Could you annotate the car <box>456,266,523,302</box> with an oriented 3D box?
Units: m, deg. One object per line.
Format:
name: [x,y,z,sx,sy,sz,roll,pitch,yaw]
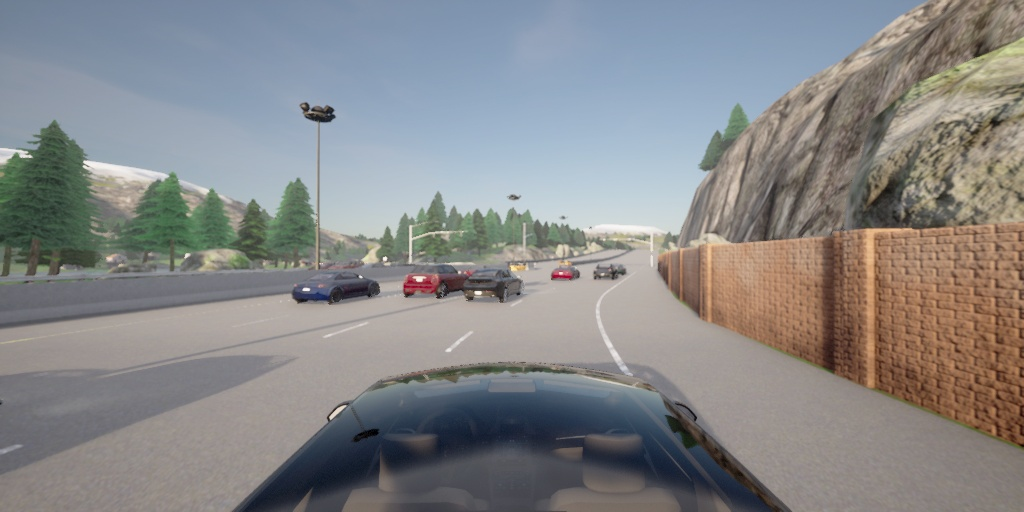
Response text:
car: [-0.789,1.350,17.786,1.837,1.490,4.892,0,0,16]

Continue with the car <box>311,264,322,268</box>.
car: [-21.832,1.550,42.046,1.994,1.385,4.181,0,0,22]

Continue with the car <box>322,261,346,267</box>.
car: [-18.561,1.322,40.798,2.097,1.767,4.553,0,0,22]

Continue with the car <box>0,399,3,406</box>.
car: [-6.773,1.235,1.983,2.128,1.511,4.902,0,-1,1]

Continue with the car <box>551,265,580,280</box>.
car: [5.071,1.506,33.571,1.994,1.385,4.181,0,0,22]

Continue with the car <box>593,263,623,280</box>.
car: [8.756,1.435,33.403,2.128,1.511,4.902,0,0,22]

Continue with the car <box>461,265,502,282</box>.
car: [-2.692,1.534,33.030,1.895,1.301,4.718,0,0,22]

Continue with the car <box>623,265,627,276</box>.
car: [12.454,1.564,42.682,1.994,1.385,4.181,0,0,22]

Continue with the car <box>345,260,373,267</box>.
car: [-15.408,1.492,39.263,1.812,1.442,4.674,0,-1,22]

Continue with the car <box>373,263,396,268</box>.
car: [-12.074,1.513,38.168,1.837,1.490,4.892,0,0,22]

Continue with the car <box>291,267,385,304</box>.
car: [-8.183,1.399,17.055,1.994,1.385,4.181,0,0,14]

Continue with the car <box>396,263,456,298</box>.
car: [-3.890,1.204,19.428,2.097,1.767,4.553,0,0,16]
